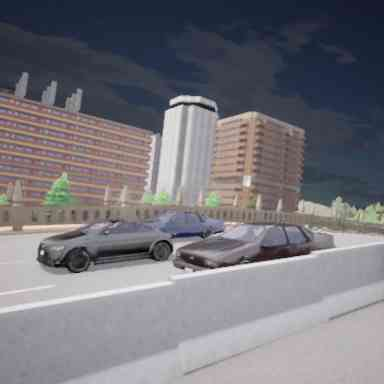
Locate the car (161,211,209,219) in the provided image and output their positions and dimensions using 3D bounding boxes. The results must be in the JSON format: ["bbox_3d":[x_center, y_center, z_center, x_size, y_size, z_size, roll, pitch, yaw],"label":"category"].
[{"bbox_3d":[-0.788,1.632,16.297,5.357,1.411,2.033,2,-1,-35],"label":"car"}]

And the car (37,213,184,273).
[{"bbox_3d":[-2.653,1.568,10.685,4.181,1.385,1.994,0,0,-35],"label":"car"}]

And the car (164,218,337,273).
[{"bbox_3d":[2.098,1.599,9.764,5.357,1.411,2.033,1,-1,-35],"label":"car"}]
